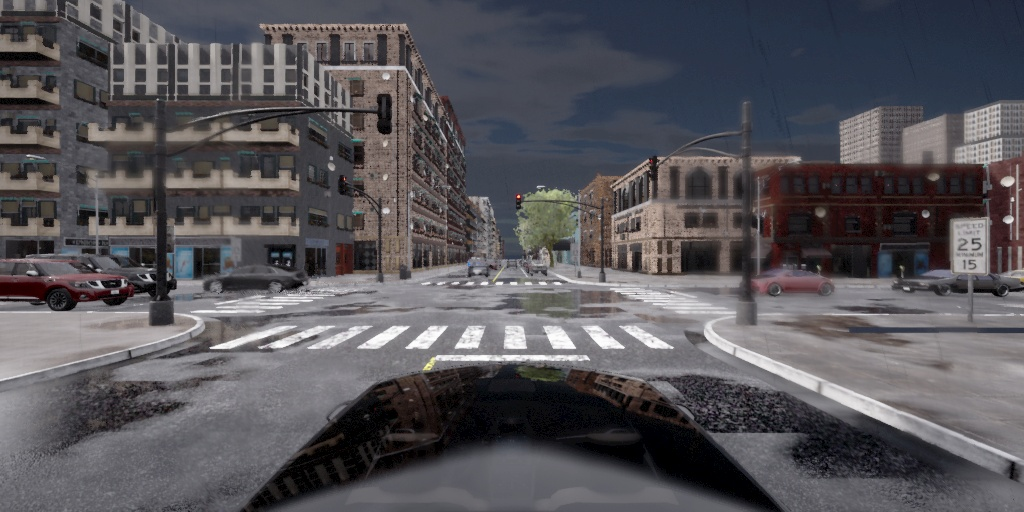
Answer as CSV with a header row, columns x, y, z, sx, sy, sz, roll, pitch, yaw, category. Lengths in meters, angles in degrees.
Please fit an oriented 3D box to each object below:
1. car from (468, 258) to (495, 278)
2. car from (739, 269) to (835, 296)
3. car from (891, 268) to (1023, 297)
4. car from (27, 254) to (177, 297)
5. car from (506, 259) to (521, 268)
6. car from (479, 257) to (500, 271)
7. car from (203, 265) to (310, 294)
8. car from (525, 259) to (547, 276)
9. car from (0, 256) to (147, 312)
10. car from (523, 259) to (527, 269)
x,y,z,sx,sy,sz,roll,pitch,yaw,category
-3.101,1.266,34.378,2.128,1.511,4.902,0,0,0,car
14.719,1.387,19.325,4.181,1.385,1.994,0,0,0,car
24.020,1.412,19.392,5.357,1.411,2.033,0,0,0,car
-18.310,0.917,15.889,5.566,2.045,2.150,0,0,0,car
0.002,1.319,63.384,2.128,1.511,4.902,0,0,0,car
-3.093,1.151,49.504,2.097,1.767,4.553,0,0,0,car
-13.538,1.214,19.129,4.892,1.490,1.837,0,1,-3,car
2.691,1.330,37.028,2.007,1.370,4.403,0,0,0,car
-17.276,1.013,13.309,5.009,1.841,2.192,0,0,0,car
2.692,1.228,42.725,1.967,1.591,4.097,0,0,0,car
